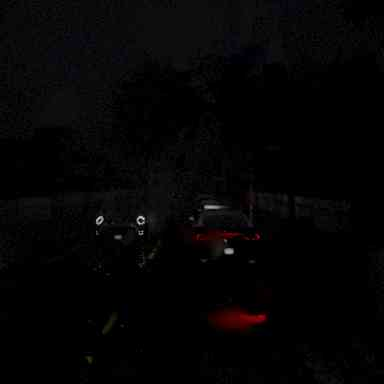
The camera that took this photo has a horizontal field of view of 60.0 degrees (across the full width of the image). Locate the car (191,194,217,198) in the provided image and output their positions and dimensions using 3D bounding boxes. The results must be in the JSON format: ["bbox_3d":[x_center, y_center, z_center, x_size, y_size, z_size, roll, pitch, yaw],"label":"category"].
[{"bbox_3d":[1.036,1.073,20.616,1.812,1.442,4.674,0,1,1],"label":"car"}]

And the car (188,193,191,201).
[{"bbox_3d":[0.496,0.595,47.128,1.994,1.385,4.181,0,1,2],"label":"car"}]

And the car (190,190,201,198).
[{"bbox_3d":[0.629,0.347,60.972,1.994,1.385,4.181,0,1,1],"label":"car"}]

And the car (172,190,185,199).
[{"bbox_3d":[-2.225,0.360,56.889,1.837,1.490,4.892,0,1,1],"label":"car"}]

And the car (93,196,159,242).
[{"bbox_3d":[-2.703,1.033,14.492,2.097,1.767,4.553,0,1,1],"label":"car"}]

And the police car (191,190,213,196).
[{"bbox_3d":[1.099,0.845,26.726,1.930,1.638,5.238,0,1,1],"label":"police car"}]

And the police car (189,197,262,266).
[{"bbox_3d":[0.933,1.186,10.722,1.930,1.638,5.238,0,1,1],"label":"police car"}]
